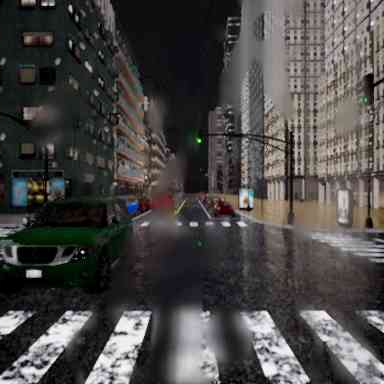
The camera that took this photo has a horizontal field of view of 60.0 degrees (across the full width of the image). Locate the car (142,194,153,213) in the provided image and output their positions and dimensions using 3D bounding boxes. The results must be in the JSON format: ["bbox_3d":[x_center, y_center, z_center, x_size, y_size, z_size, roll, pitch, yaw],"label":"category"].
[{"bbox_3d":[-5.691,1.153,34.313,2.192,1.841,5.009,0,0,0],"label":"car"}]

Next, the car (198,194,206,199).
[{"bbox_3d":[2.672,1.161,89.591,2.008,1.369,4.403,0,0,0],"label":"car"}]

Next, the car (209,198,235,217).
[{"bbox_3d":[2.690,1.445,28.788,1.802,1.307,4.206,0,0,0],"label":"car"}]

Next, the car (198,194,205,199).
[{"bbox_3d":[2.671,1.173,95.119,1.802,1.307,4.206,0,0,0],"label":"car"}]

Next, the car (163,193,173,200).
[{"bbox_3d":[-5.704,1.093,78.533,1.967,1.590,4.097,0,0,0],"label":"car"}]

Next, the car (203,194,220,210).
[{"bbox_3d":[2.688,1.253,39.843,1.967,1.590,4.097,0,0,0],"label":"car"}]

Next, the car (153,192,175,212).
[{"bbox_3d":[-3.010,1.069,35.742,2.150,2.045,5.566,0,0,0],"label":"car"}]

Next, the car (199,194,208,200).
[{"bbox_3d":[2.675,1.235,78.536,1.802,1.307,4.206,0,0,0],"label":"car"}]

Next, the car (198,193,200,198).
[{"bbox_3d":[2.679,1.247,67.481,2.008,1.369,4.403,0,0,0],"label":"car"}]

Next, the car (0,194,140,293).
[{"bbox_3d":[-3.002,1.183,9.073,2.150,2.045,5.566,0,0,0],"label":"car"}]

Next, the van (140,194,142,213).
[{"bbox_3d":[-5.689,1.204,28.785,1.690,1.788,3.998,0,0,0],"label":"van"}]

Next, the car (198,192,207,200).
[{"bbox_3d":[2.676,0.946,84.062,2.192,1.841,5.009,0,0,0],"label":"car"}]

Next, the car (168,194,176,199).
[{"bbox_3d":[-5.710,1.156,95.117,1.947,1.339,4.313,0,0,0],"label":"car"}]

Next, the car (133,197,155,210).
[{"bbox_3d":[-5.694,1.357,39.842,1.887,1.381,4.507,0,0,0],"label":"car"}]

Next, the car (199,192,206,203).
[{"bbox_3d":[2.683,1.181,56.425,1.967,1.590,4.097,0,0,0],"label":"car"}]

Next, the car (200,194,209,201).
[{"bbox_3d":[2.677,1.219,73.008,1.887,1.381,4.507,0,0,0],"label":"car"}]
